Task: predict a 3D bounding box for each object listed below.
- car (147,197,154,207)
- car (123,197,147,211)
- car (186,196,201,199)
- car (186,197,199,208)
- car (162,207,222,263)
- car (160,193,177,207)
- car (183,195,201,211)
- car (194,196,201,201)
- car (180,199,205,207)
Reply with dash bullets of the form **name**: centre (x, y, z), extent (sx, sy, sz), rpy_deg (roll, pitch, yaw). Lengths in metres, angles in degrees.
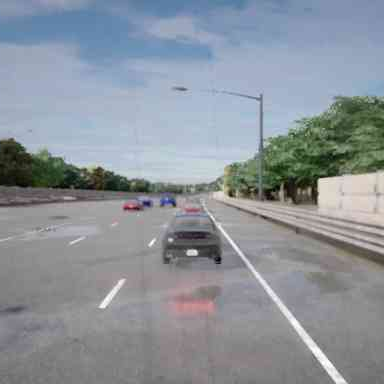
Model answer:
- **car**: centre (-6.920, 1.460, 49.643), extent (1.882, 1.535, 5.008), rpy_deg (0, 0, 1)
- **car**: centre (-6.986, 1.540, 40.122), extent (1.994, 1.385, 4.181), rpy_deg (0, 0, 0)
- **car**: centre (0.015, 1.450, 35.343), extent (1.837, 1.490, 4.892), rpy_deg (0, 0, 0)
- **car**: centre (0.076, 1.468, 49.459), extent (1.812, 1.442, 4.674), rpy_deg (0, 0, 1)
- **car**: centre (0.005, 1.482, 11.831), extent (1.837, 1.490, 4.892), rpy_deg (0, 0, 0)
- **car**: centre (-3.439, 1.185, 49.050), extent (2.150, 2.045, 5.566), rpy_deg (0, 0, 1)
- **car**: centre (0.004, 1.300, 40.093), extent (2.097, 1.767, 4.553), rpy_deg (0, 0, 0)
- **car**: centre (1.521, 1.833, 95.372), extent (2.033, 1.411, 5.357), rpy_deg (0, -1, 1)
- **car**: centre (0.022, 1.479, 25.502), extent (1.812, 1.442, 4.674), rpy_deg (0, 0, 0)
